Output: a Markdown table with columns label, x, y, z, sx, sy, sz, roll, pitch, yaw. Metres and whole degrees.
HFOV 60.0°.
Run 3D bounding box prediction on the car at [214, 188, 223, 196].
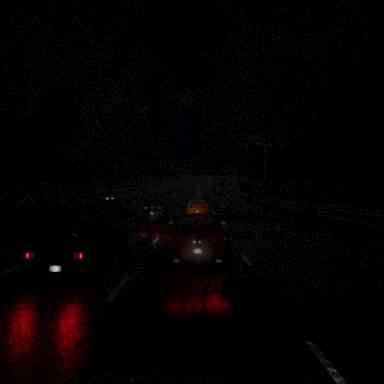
| label | x | y | z | sx | sy | sz | roll | pitch | yaw |
| --- | --- | --- | --- | --- | --- | --- | --- | --- | --- |
| car | 6.018 | 0.478 | 75.806 | 1.837 | 1.490 | 4.892 | 0 | 2 | 4 |

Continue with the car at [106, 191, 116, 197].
| label | x | y | z | sx | sy | sz | roll | pitch | yaw |
| --- | --- | --- | --- | --- | --- | --- | --- | --- | --- |
| car | -18.404 | 0.370 | 77.789 | 2.033 | 1.411 | 5.357 | 0 | 2 | 4 |

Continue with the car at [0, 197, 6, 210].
| label | x | y | z | sx | sy | sz | roll | pitch | yaw |
| --- | --- | --- | --- | --- | --- | --- | --- | --- | --- |
| car | -20.526 | 1.360 | 35.343 | 1.882 | 1.535 | 5.008 | 0 | 1 | 2 |

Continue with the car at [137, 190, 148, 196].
| label | x | y | z | sx | sy | sz | roll | pitch | yaw |
| --- | --- | --- | --- | --- | --- | --- | --- | --- | --- |
| car | -11.420 | 0.367 | 77.323 | 2.128 | 1.511 | 4.902 | 0 | 2 | 4 |

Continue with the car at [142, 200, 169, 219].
| label | x | y | z | sx | sy | sz | roll | pitch | yaw |
| --- | --- | --- | --- | --- | --- | --- | --- | --- | --- |
| car | -3.026 | 1.442 | 28.200 | 2.128 | 1.511 | 4.902 | 0 | 0 | 1 |

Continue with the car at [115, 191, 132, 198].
| label | x | y | z | sx | sy | sz | roll | pitch | yaw |
| --- | --- | --- | --- | --- | --- | --- | --- | --- | --- |
| car | -15.056 | 0.585 | 75.350 | 2.033 | 1.411 | 5.357 | 0 | 2 | 4 |

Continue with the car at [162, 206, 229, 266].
| label | x | y | z | sx | sy | sz | roll | pitch | yaw |
| --- | --- | --- | --- | --- | --- | --- | --- | --- | --- |
| car | 0.180 | 1.471 | 11.583 | 1.882 | 1.535 | 5.008 | 0 | 0 | 1 |

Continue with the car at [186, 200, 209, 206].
| label | x | y | z | sx | sy | sz | roll | pitch | yaw |
| --- | --- | --- | --- | --- | --- | --- | --- | --- | --- |
| car | 0.517 | 1.419 | 29.892 | 1.882 | 1.535 | 5.008 | 0 | 0 | 1 |

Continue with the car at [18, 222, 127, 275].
| label | x | y | z | sx | sy | sz | roll | pitch | yaw |
| --- | --- | --- | --- | --- | --- | --- | --- | --- | --- |
| car | -3.336 | 1.593 | 10.396 | 1.895 | 1.301 | 4.718 | 0 | 0 | 1 |

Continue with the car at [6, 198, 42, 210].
| label | x | y | z | sx | sy | sz | roll | pitch | yaw |
| --- | --- | --- | --- | --- | --- | --- | --- | --- | --- |
| car | -17.031 | 1.363 | 35.219 | 1.882 | 1.535 | 5.008 | 0 | 0 | 2 |

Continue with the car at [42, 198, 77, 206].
| label | x | y | z | sx | sy | sz | roll | pitch | yaw |
| --- | --- | --- | --- | --- | --- | --- | --- | --- | --- |
| car | -13.536 | 1.416 | 34.973 | 1.812 | 1.442 | 4.674 | 0 | 1 | 2 |
